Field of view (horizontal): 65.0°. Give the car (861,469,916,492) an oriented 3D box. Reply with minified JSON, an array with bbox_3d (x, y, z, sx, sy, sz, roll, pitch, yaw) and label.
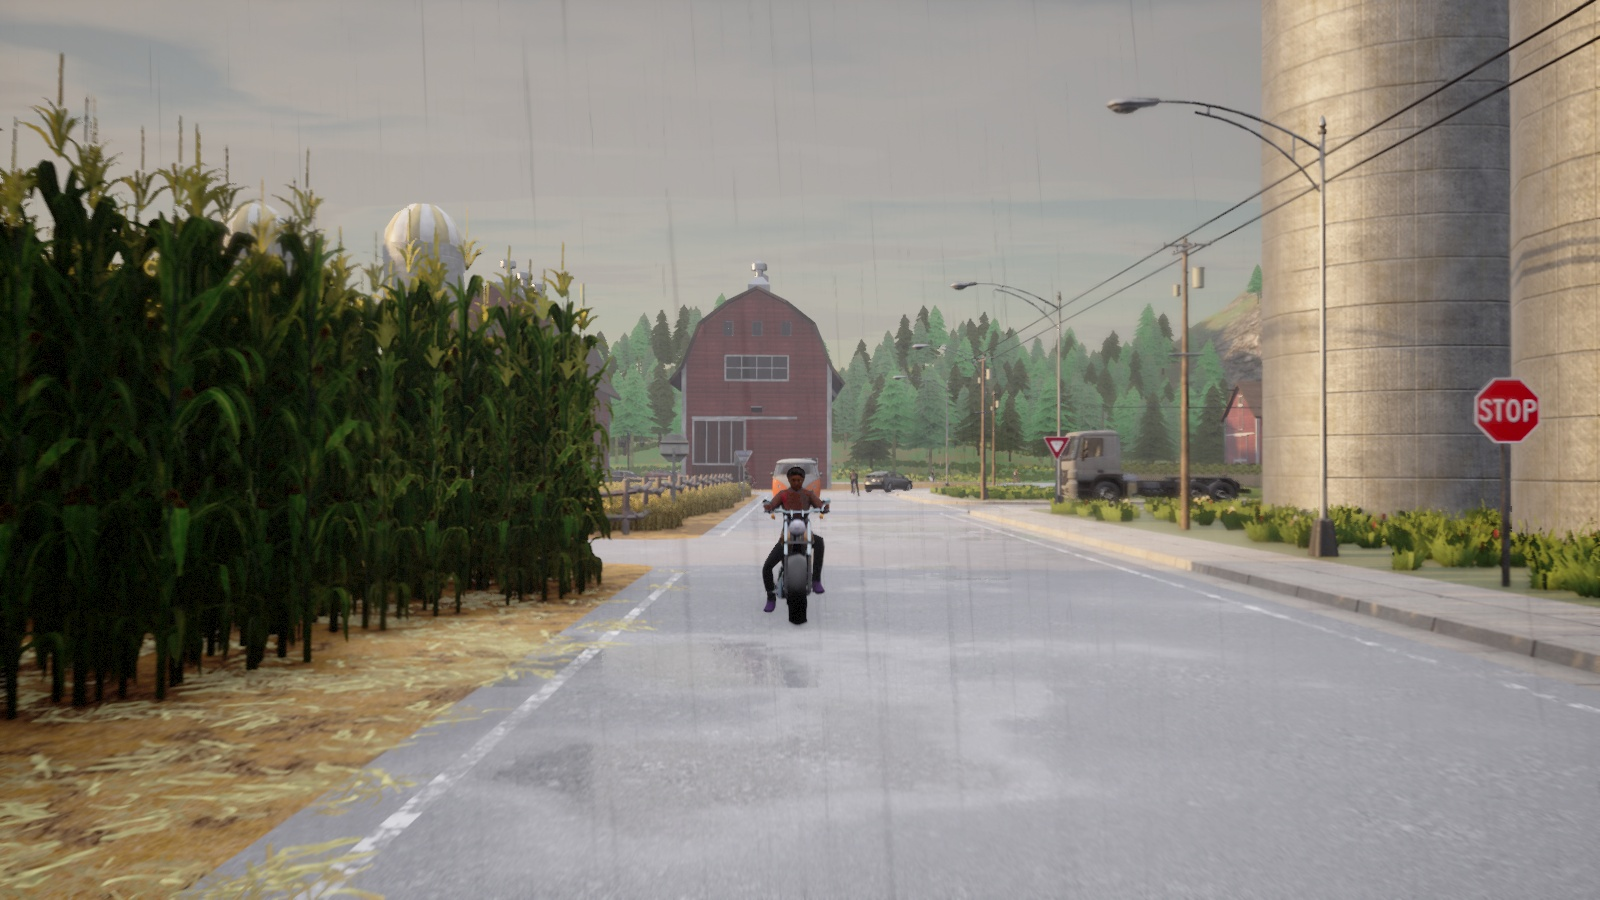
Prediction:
[{"bbox_3d":[6.294,2.130,88.681,2.007,1.525,4.514,-1,-1,32],"label":"car"}]

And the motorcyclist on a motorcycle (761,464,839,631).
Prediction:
[{"bbox_3d":[-0.032,0.983,13.638,0.766,1.649,2.350,0,-1,-1],"label":"motorcyclist on a motorcycle"}]

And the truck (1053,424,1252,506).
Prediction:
[{"bbox_3d":[15.472,0.662,55.482,7.936,3.462,2.891,0,-1,-1],"label":"truck"}]

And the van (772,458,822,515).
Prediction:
[{"bbox_3d":[-0.115,1.315,46.527,1.775,1.987,4.442,0,-1,0],"label":"van"}]

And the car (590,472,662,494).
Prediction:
[{"bbox_3d":[-12.158,2.280,87.907,4.892,1.490,1.837,0,-1,-3],"label":"car"}]
